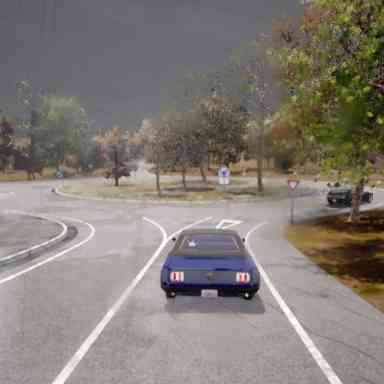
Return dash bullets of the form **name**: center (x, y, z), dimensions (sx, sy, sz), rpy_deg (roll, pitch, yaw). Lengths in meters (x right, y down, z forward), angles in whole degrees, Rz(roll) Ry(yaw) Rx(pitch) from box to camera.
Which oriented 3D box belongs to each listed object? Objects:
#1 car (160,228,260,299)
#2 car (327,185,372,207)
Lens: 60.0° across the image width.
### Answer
- **car**: center (0.420, 1.551, 8.355), dimensions (1.895, 1.301, 4.718), rpy_deg (0, 1, 2)
- **car**: center (12.641, 0.223, 26.586), dimensions (4.892, 1.490, 1.837), rpy_deg (-5, 8, -39)
